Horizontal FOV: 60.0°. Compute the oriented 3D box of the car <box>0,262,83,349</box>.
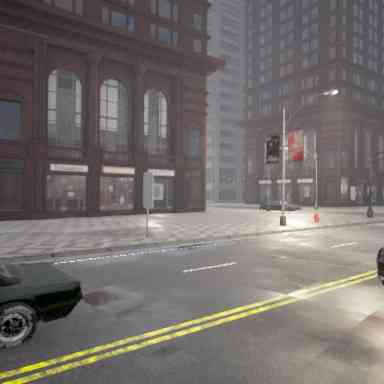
[{"bbox_3d":[-4.176,1.601,4.699,4.718,1.301,1.895,0,0,-35],"label":"car"}]

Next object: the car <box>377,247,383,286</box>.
[{"bbox_3d":[6.264,1.511,7.908,4.892,1.490,1.837,1,-1,-35],"label":"car"}]

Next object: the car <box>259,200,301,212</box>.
[{"bbox_3d":[10.783,1.738,41.034,2.033,1.411,5.357,1,-1,-35],"label":"car"}]
